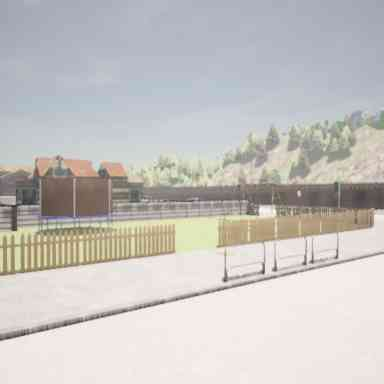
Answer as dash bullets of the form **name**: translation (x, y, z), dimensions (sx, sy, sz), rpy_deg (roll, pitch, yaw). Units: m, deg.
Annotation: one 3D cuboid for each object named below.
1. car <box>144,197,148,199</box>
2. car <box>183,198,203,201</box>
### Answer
- **car**: translation (-8.261, 1.122, 59.255), dimensions (1.994, 1.385, 4.181), rpy_deg (0, 0, -35)
- **car**: translation (0.571, 1.502, 46.635), dimensions (2.033, 1.411, 5.357), rpy_deg (0, 0, -35)
